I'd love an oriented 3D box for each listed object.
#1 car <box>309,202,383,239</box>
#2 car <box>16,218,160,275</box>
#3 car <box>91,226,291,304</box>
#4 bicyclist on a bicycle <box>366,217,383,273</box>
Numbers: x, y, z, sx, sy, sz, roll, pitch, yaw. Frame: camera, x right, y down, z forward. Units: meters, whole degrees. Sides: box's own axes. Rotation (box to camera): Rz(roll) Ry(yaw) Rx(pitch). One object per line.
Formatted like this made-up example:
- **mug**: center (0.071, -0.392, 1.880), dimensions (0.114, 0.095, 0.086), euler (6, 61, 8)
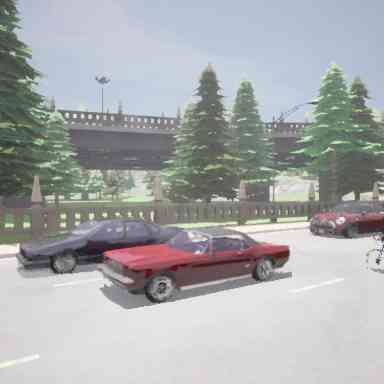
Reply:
- **car**: center (8.300, 1.352, 17.316), dimensions (4.553, 1.767, 2.097), euler (0, 0, -28)
- **car**: center (-2.556, 1.547, 10.647), dimensions (5.357, 1.411, 2.033), euler (0, 0, -34)
- **car**: center (0.184, 1.601, 8.255), dimensions (4.718, 1.301, 1.895), euler (0, 0, -33)
- **bicyclist on a bicycle**: center (5.470, 1.455, 8.936), dimensions (0.582, 1.620, 1.656), euler (0, -2, -34)
